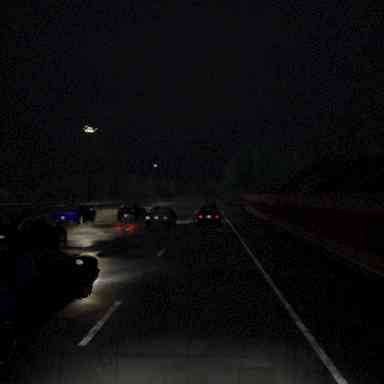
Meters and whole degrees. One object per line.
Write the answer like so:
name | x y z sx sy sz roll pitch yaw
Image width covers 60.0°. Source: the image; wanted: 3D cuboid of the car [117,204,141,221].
car | -5.432 1.796 30.364 2.128 1.511 4.902 0 -1 3

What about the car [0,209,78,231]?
car | -6.384 1.601 12.431 2.128 1.511 4.902 0 -1 3

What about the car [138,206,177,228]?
car | -2.238 1.803 24.679 2.033 1.411 5.357 0 -1 3

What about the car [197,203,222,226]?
car | 1.342 1.831 26.035 2.033 1.411 5.357 0 -1 3

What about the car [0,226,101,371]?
car | -3.227 1.597 5.665 2.033 1.411 5.357 0 -1 2

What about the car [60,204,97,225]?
car | -9.152 1.726 26.405 1.882 1.535 5.008 0 -1 3

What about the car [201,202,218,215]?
car | 2.190 2.017 41.613 1.994 1.385 4.181 0 -1 3
